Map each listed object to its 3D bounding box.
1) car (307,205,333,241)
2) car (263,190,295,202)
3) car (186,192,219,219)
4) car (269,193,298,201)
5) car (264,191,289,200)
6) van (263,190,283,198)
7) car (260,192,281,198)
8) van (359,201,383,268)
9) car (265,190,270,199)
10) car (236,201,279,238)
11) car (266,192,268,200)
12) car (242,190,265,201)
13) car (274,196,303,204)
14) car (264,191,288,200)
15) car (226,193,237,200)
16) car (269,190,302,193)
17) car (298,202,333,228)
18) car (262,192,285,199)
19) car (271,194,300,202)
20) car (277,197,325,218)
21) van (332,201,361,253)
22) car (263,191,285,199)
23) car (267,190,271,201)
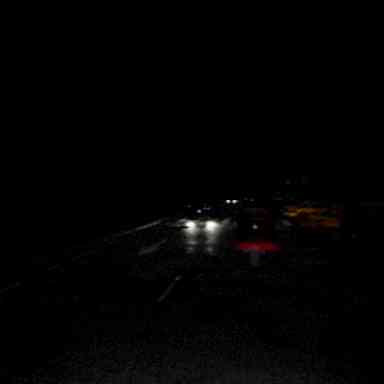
[{"bbox_3d":[8.199,1.569,15.092,5.008,1.535,2.097,1,1,-10],"label":"car"},{"bbox_3d":[17.077,0.755,65.333,5.566,2.045,2.435,1,1,-10],"label":"car"},{"bbox_3d":[1.021,1.079,28.046,2.150,2.045,5.566,1,1,10],"label":"car"},{"bbox_3d":[13.342,1.265,44.659,4.792,1.488,2.163,1,1,-10],"label":"car"},{"bbox_3d":[18.135,0.822,71.254,4.553,1.767,2.185,1,1,-10],"label":"car"},{"bbox_3d":[20.935,0.593,86.058,4.442,1.987,1.878,1,1,-10],"label":"van"},{"bbox_3d":[21.680,0.757,91.918,5.366,1.575,1.946,1,1,-10],"label":"car"},{"bbox_3d":[7.320,1.343,9.208,4.442,1.987,1.878,1,0,-10],"label":"van"},{"bbox_3d":[15.486,0.849,56.458,5.566,2.045,2.435,2,1,-10],"label":"car"},{"bbox_3d":[3.422,1.488,18.183,1.882,1.535,5.008,1,0,10],"label":"car"},{"bbox_3d":[14.961,1.173,53.530,4.674,1.452,2.002,1,1,-10],"label":"car"},{"bbox_3d":[7.337,0.967,40.444,2.150,2.045,5.566,1,1,10],"label":"car"},{"bbox_3d":[10.569,1.414,29.859,5.366,1.575,1.946,1,1,-10],"label":"car"},{"bbox_3d":[18.667,0.795,74.208,4.553,1.767,2.185,1,1,-10],"label":"car"},{"bbox_3d":[7.945,0.957,67.109,1.994,1.385,4.181,1,1,10],"label":"car"},{"bbox_3d":[13.936,1.076,47.619,4.553,1.767,2.185,1,1,-10],"label":"car"},{"bbox_3d":[8.874,1.564,18.089,5.366,1.575,1.946,1,1,-10],"label":"car"},{"bbox_3d":[20.281,0.842,83.083,5.008,1.535,2.097,1,1,-10],"label":"car"},{"bbox_3d":[12.845,1.312,41.709,4.674,1.452,2.002,1,1,-10],"label":"car"},{"bbox_3d":[10.051,1.452,26.903,5.366,1.575,1.946,1,1,-10],"label":"car"},{"bbox_3d":[7.817,1.344,12.167,4.442,1.987,1.878,1,0,-10],"label":"van"},{"bbox_3d":[19.795,0.743,80.118,4.553,1.767,2.185,1,1,-10],"label":"car"},{"bbox_3d":[14.468,1.042,50.572,4.553,1.767,2.185,1,1,-10],"label":"car"}]
